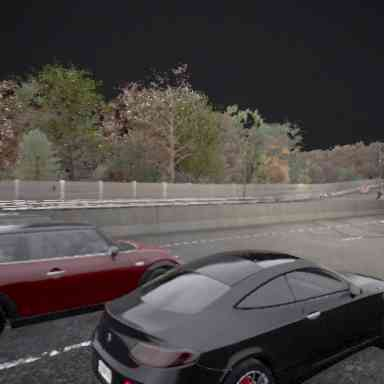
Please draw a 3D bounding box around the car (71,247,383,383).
[{"bbox_3d":[1.050,1.516,4.498,4.674,1.442,1.812,0,0,-35],"label":"car"}]

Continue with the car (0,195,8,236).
[{"bbox_3d":[-12.491,1.223,16.577,5.566,2.045,2.150,0,0,-35],"label":"car"}]

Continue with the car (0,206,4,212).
[{"bbox_3d":[-4.305,1.347,9.275,4.553,1.767,2.097,0,0,-35],"label":"car"}]

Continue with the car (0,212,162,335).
[{"bbox_3d":[-2.295,1.347,6.409,4.553,1.767,2.097,0,0,-35],"label":"car"}]
